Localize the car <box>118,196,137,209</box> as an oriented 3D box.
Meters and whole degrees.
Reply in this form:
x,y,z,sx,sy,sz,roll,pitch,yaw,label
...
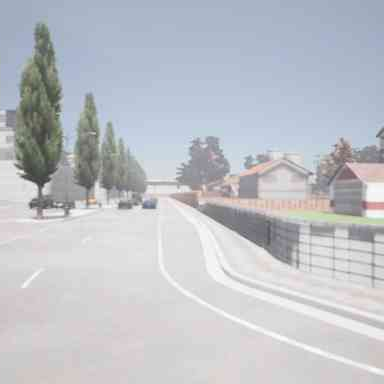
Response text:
x,y,z,sx,sy,sz,roll,pitch,yaw,label
-9.998,1.755,49.936,2.128,1.511,4.902,1,0,-5,car

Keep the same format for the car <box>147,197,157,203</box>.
x,y,z,sx,sy,sz,roll,pitch,yaw,label
-8.740,1.753,73.302,1.994,1.385,4.181,1,0,-5,car

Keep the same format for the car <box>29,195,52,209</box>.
x,y,z,sx,sy,sz,roll,pitch,yaw,label
-21.376,1.378,47.504,2.150,2.045,5.566,1,-1,-8,car

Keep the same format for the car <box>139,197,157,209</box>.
x,y,z,sx,sy,sz,roll,pitch,yaw,label
-6.611,1.866,51.333,1.994,1.385,4.181,1,0,-5,car

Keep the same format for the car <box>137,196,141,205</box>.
x,y,z,sx,sy,sz,roll,pitch,yaw,label
-11.207,1.903,62.767,1.994,1.385,4.181,1,-1,-5,car

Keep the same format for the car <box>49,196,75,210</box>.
x,y,z,sx,sy,sz,roll,pitch,yaw,label
-17.920,1.666,46.982,2.128,1.511,4.902,1,0,-5,car

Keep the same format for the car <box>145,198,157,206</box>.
x,y,z,sx,sy,sz,roll,pitch,yaw,label
-7.762,1.923,63.520,2.033,1.411,5.357,1,0,-5,car

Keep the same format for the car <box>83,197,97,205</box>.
x,y,z,sx,sy,sz,roll,pitch,yaw,label
-19.345,1.738,63.280,1.882,1.535,5.008,2,1,-5,car

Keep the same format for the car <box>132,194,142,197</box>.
x,y,z,sx,sy,sz,roll,pitch,yaw,label
-12.225,1.394,73.009,2.150,2.045,5.566,1,0,-5,car
